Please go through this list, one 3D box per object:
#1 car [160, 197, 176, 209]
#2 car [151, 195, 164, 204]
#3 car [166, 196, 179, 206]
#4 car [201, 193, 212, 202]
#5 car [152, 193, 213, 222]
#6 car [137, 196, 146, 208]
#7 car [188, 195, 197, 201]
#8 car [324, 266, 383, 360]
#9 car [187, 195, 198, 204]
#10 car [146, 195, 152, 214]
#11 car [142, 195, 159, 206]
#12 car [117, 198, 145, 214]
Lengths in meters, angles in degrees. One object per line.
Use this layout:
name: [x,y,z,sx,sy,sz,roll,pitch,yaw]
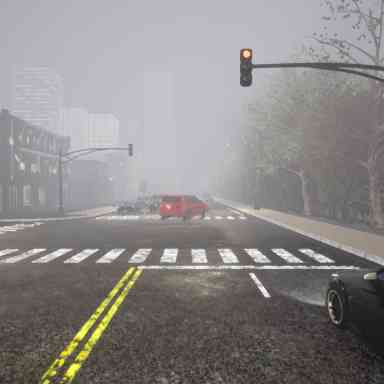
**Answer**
car: [-3.314,1.509,46.273,1.812,1.442,4.674,0,0,0]
car: [-6.522,1.453,63.575,1.882,1.535,5.008,0,0,1]
car: [-3.306,1.457,56.517,1.882,1.535,5.008,0,0,0]
car: [3.289,1.193,76.891,2.150,2.045,5.566,0,0,0]
car: [-0.603,1.213,26.683,2.150,2.045,5.566,1,0,25]
car: [-6.567,1.337,44.242,2.097,1.767,4.553,0,0,0]
car: [0.037,1.340,76.894,2.033,1.411,5.357,0,0,0]
car: [3.351,1.563,4.272,1.994,1.385,4.181,0,0,0]
car: [0.031,1.466,66.475,2.128,1.511,4.902,0,0,0]
car: [-3.322,1.210,36.283,2.150,2.045,5.566,0,0,0]
car: [-6.562,1.333,53.131,2.097,1.767,4.553,0,0,0]
car: [-6.589,1.590,35.331,1.895,1.301,4.718,0,0,1]
